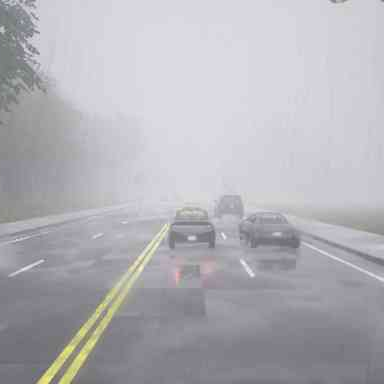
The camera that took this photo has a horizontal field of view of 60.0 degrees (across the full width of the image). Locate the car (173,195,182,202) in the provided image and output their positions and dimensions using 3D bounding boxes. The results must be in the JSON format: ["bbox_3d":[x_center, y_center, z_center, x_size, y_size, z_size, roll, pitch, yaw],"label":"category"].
[{"bbox_3d":[-3.250,1.382,75.990,2.097,1.767,4.553,0,0,0],"label":"car"}]

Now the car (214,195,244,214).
[{"bbox_3d":[3.250,1.265,29.683,2.150,2.045,5.566,0,0,0],"label":"car"}]

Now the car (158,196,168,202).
[{"bbox_3d":[-6.500,1.579,75.960,1.994,1.385,4.181,0,0,0],"label":"car"}]

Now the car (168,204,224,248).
[{"bbox_3d":[0.000,1.494,14.652,2.128,1.511,4.902,0,0,0],"label":"car"}]

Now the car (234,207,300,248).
[{"bbox_3d":[3.250,1.571,14.652,1.994,1.385,4.181,0,0,0],"label":"car"}]

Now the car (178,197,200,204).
[{"bbox_3d":[0.000,1.492,29.653,1.882,1.535,5.008,0,0,0],"label":"car"}]
